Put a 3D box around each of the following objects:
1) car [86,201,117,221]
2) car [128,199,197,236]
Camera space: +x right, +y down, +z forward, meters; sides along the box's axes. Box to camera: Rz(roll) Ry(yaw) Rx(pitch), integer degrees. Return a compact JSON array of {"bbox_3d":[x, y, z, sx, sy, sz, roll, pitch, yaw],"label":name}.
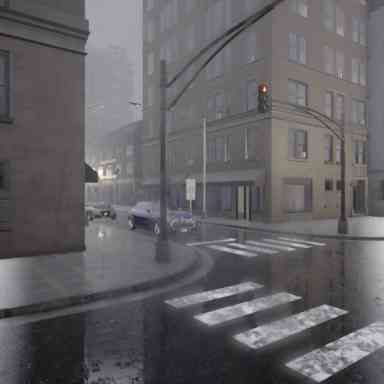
[{"bbox_3d":[-7.472,1.428,26.049,1.994,1.385,4.181,0,0,-35],"label":"car"},{"bbox_3d":[-1.675,1.269,17.944,2.097,1.767,4.553,0,0,-36],"label":"car"}]
